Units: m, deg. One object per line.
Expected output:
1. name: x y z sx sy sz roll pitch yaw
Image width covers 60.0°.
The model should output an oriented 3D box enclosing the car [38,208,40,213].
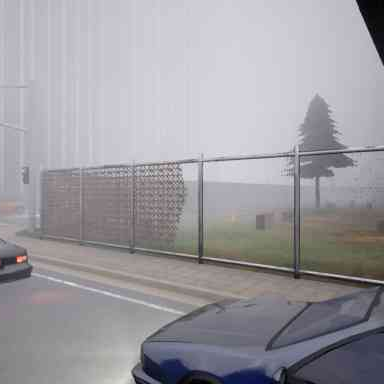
1. car: -13.095 1.508 33.347 1.994 1.385 4.181 0 0 36

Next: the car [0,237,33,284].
1. car: -6.207 1.547 8.397 5.357 1.411 2.033 0 0 35

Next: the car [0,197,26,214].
1. car: -18.508 1.297 31.802 2.097 1.767 4.553 0 0 36

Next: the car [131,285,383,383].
1. car: 1.998 1.547 2.566 5.357 1.411 2.033 0 0 35
